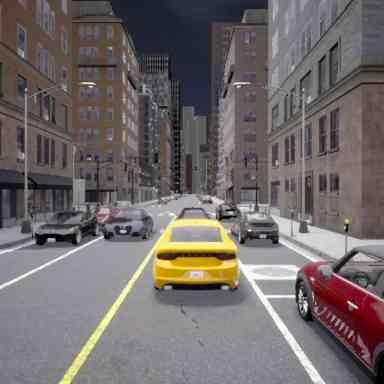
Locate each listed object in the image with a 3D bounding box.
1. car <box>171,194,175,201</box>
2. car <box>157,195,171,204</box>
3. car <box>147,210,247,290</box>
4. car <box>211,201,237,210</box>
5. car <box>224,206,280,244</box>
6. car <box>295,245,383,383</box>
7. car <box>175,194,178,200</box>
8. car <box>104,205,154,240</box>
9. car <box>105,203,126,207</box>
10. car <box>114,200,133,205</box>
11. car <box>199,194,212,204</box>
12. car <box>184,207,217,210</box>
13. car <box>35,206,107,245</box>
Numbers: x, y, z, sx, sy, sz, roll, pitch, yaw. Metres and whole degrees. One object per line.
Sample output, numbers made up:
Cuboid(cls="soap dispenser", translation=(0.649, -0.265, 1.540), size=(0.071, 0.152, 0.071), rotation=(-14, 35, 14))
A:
Cuboid(cls="car", translation=(-5.603, 1.632, 74.505), size=(2.008, 1.369, 4.403), rotation=(0, 0, 0))
Cuboid(cls="car", translation=(-5.625, 1.639, 63.688), size=(1.802, 1.307, 4.206), rotation=(0, 0, 0))
Cuboid(cls="car", translation=(0.096, 1.480, 9.089), size=(1.882, 1.535, 5.008), rotation=(0, 0, 0))
Cuboid(cls="car", translation=(2.860, 1.575, 26.583), size=(1.947, 1.339, 4.313), rotation=(0, 0, 0))
Cuboid(cls="car", translation=(2.858, 1.555, 15.581), size=(2.008, 1.369, 4.403), rotation=(0, 0, 0))
Cuboid(cls="car", translation=(2.856, 1.441, 4.578), size=(1.967, 1.590, 4.097), rotation=(0, 0, 0))
Cuboid(cls="car", translation=(-5.572, 1.657, 90.561), size=(1.752, 1.417, 4.829), rotation=(0, 0, 0))
Cuboid(cls="car", translation=(-3.078, 1.569, 16.871), size=(1.994, 1.385, 4.181), rotation=(0, 0, 0))
Cuboid(cls="car", translation=(-5.666, 1.589, 21.084), size=(1.802, 1.307, 4.206), rotation=(0, 0, 0))
Cuboid(cls="car", translation=(-5.666, 1.449, 26.585), size=(1.967, 1.590, 4.097), rotation=(0, 0, 0))
Cuboid(cls="car", translation=(2.900, 1.497, 63.674), size=(1.967, 1.590, 4.097), rotation=(0, 0, 0))
Cuboid(cls="car", translation=(0.111, 1.570, 18.494), size=(1.994, 1.385, 4.181), rotation=(0, 0, 0))
Cuboid(cls="car", translation=(-5.667, 1.570, 15.582), size=(1.947, 1.339, 4.313), rotation=(0, 0, 0))
